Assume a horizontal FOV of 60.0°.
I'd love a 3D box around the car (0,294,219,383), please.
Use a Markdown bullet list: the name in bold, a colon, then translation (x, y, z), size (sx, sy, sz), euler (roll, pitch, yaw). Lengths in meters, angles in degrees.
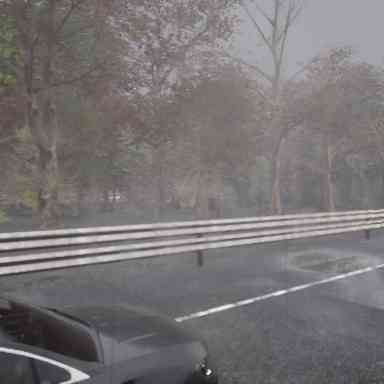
- **car**: translation (-1.999, 1.504, 2.320), size (4.892, 1.490, 1.837), euler (0, 0, -35)
